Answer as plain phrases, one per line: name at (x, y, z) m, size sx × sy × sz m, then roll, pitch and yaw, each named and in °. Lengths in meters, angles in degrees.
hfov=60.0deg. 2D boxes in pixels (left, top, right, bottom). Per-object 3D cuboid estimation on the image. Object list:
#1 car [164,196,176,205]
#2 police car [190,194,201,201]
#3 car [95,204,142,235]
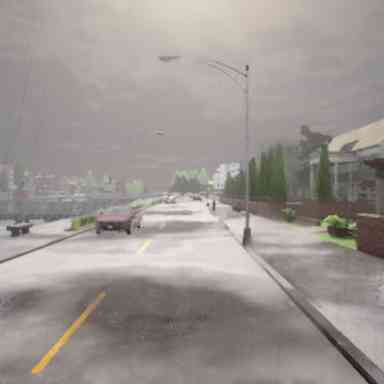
car at (-4.025, 1.519, 61.721) m, size 2.128 × 1.511 × 4.902 m, roll 0°, pitch 0°, yaw 1°
police car at (1.200, 1.462, 86.399) m, size 1.930 × 1.638 × 5.238 m, roll 0°, pitch 0°, yaw 0°
car at (-4.099, 1.486, 19.169) m, size 1.882 × 1.535 × 5.008 m, roll 0°, pitch 0°, yaw 0°
